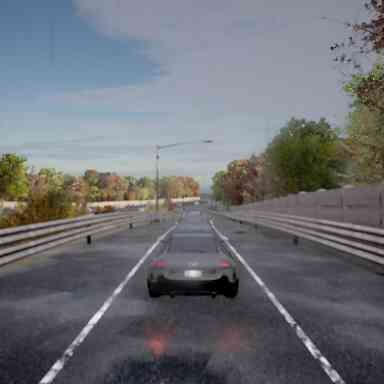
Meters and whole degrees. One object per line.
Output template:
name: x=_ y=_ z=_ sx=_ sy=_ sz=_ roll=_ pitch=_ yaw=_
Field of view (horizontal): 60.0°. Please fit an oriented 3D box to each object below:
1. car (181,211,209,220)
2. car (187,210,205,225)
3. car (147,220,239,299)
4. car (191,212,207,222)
car: x=0.127 y=1.840 z=16.625 sx=2.033 sy=1.411 sz=5.357 roll=0 pitch=-2 yaw=1
car: x=0.492 y=2.821 z=37.376 sx=1.882 sy=1.535 sz=5.008 roll=0 pitch=-3 yaw=2
car: x=0.019 y=1.653 z=8.693 sx=1.994 sy=1.385 sz=4.181 roll=0 pitch=-1 yaw=0
car: x=1.045 y=3.451 z=46.467 sx=2.033 sy=1.411 sz=5.357 roll=0 pitch=-4 yaw=3
